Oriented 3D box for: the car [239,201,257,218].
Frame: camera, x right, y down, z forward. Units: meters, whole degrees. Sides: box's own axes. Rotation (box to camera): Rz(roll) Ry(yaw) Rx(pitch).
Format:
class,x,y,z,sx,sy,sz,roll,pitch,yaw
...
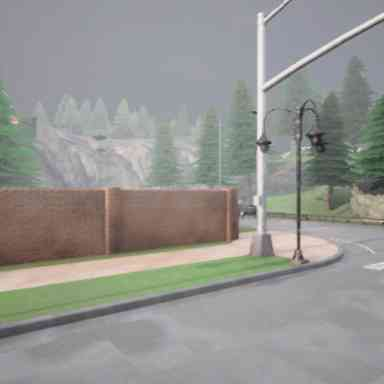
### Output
class,x,y,z,sx,sy,sz,roll,pitch,yaw
car,4.164,1.525,30.468,2.128,1.511,4.902,0,0,-34
